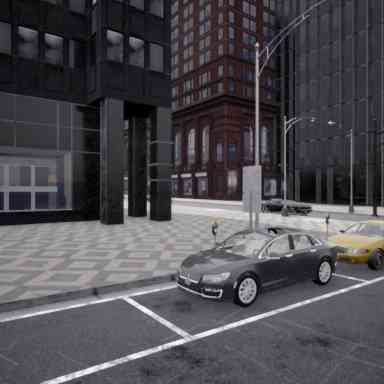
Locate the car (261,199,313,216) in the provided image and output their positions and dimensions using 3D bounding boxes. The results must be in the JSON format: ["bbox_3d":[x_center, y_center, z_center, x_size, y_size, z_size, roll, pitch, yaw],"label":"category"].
[{"bbox_3d":[7.841,1.275,28.358,1.895,1.301,4.718,0,1,-36],"label":"car"}]

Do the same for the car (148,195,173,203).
[{"bbox_3d":[-4.339,0.824,45.165,1.812,1.442,4.674,0,1,-36],"label":"car"}]

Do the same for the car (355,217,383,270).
[{"bbox_3d":[6.029,1.526,10.983,4.829,1.417,1.752,0,0,-36],"label":"car"}]

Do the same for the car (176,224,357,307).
[{"bbox_3d":[1.688,1.551,7.869,4.403,1.369,2.008,0,0,-36],"label":"car"}]
